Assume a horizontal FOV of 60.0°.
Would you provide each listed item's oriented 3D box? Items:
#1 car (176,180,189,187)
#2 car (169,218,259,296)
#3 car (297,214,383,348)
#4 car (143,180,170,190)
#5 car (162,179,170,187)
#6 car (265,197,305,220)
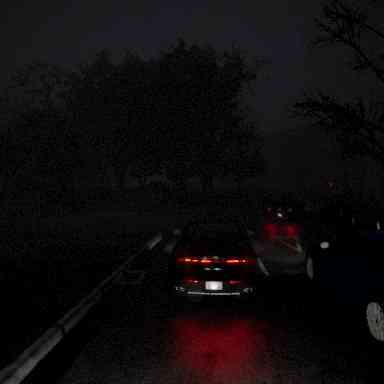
[{"bbox_3d":[-1.789,-1.813,73.319,1.837,1.490,4.892,-1,2,-10],"label":"car"},{"bbox_3d":[0.534,1.416,8.486,1.837,1.490,4.892,0,1,3],"label":"car"},{"bbox_3d":[3.647,1.434,6.177,1.882,1.535,5.008,0,1,2],"label":"car"},{"bbox_3d":[-6.603,-1.124,59.249,4.892,1.490,1.837,0,2,9],"label":"car"},{"bbox_3d":[-6.552,-2.244,83.429,2.097,1.767,4.553,0,1,-5],"label":"car"},{"bbox_3d":[6.444,1.020,22.586,1.895,1.301,4.718,1,3,26],"label":"car"}]
